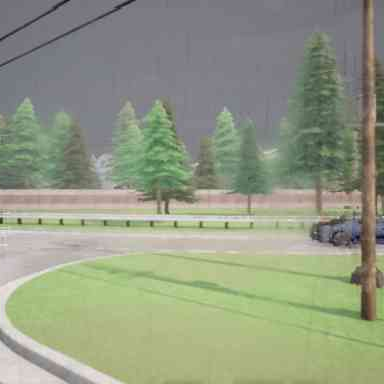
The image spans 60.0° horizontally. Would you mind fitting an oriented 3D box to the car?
[{"bbox_3d":[7.245,1.565,14.199,4.181,1.385,1.994,0,0,2],"label":"car"}]
